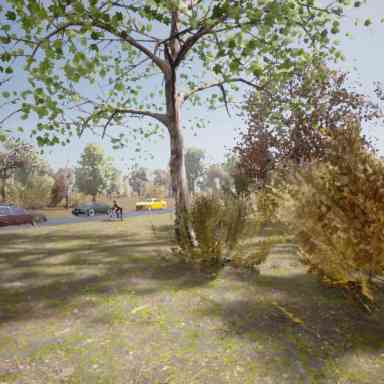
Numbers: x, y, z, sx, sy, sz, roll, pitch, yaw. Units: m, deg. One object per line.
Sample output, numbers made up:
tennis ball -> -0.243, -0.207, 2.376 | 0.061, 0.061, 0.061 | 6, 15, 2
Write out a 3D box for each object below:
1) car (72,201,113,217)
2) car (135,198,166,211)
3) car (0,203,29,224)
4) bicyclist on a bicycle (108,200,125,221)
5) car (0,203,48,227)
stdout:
car -> -9.721, 1.613, 32.656 | 1.994, 1.385, 4.181 | 0, 0, 27
car -> -5.136, 1.545, 41.670 | 1.882, 1.535, 5.008 | 0, 0, 27
car -> -14.280, 1.555, 23.646 | 1.812, 1.442, 4.674 | 0, 0, 27
bicyclist on a bicycle -> -5.933, 1.483, 26.076 | 1.656, 1.620, 0.582 | 0, 0, 27
car -> -11.726, 1.566, 20.843 | 2.033, 1.411, 5.357 | 0, 0, 22
